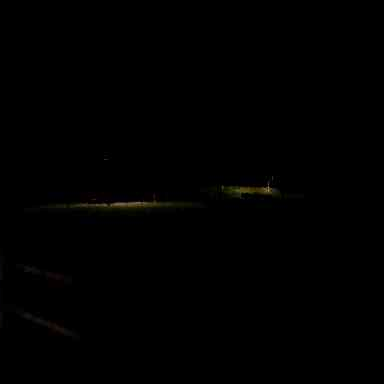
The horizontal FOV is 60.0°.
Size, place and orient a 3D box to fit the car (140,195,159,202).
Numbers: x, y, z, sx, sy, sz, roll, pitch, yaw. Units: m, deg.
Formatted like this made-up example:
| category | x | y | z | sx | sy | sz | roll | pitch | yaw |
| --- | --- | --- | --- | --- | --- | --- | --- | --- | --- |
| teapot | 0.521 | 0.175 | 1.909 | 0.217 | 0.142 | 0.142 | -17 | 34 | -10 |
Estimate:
| category | x | y | z | sx | sy | sz | roll | pitch | yaw |
| --- | --- | --- | --- | --- | --- | --- | --- | --- | --- |
| car | -8.514 | 1.333 | 66.654 | 1.994 | 1.385 | 4.181 | 0 | 0 | 31 |

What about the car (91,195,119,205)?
| category | x | y | z | sx | sy | sz | roll | pitch | yaw |
| --- | --- | --- | --- | --- | --- | --- | --- | --- | --- |
| car | -13.681 | 1.307 | 52.580 | 1.837 | 1.490 | 4.892 | 0 | 0 | 31 |
